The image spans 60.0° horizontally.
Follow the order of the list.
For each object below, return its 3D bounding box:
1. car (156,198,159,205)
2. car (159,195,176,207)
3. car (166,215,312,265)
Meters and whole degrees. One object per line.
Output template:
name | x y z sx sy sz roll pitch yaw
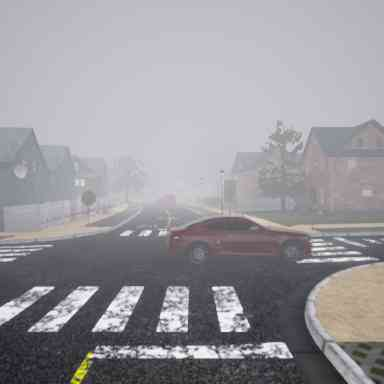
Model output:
car | -6.193 1.872 68.030 1.882 1.535 5.008 0 -1 -14
car | -4.018 1.490 57.357 2.150 2.045 5.566 0 0 -10
car | 1.490 1.485 10.949 4.674 1.442 1.812 -1 -1 0
